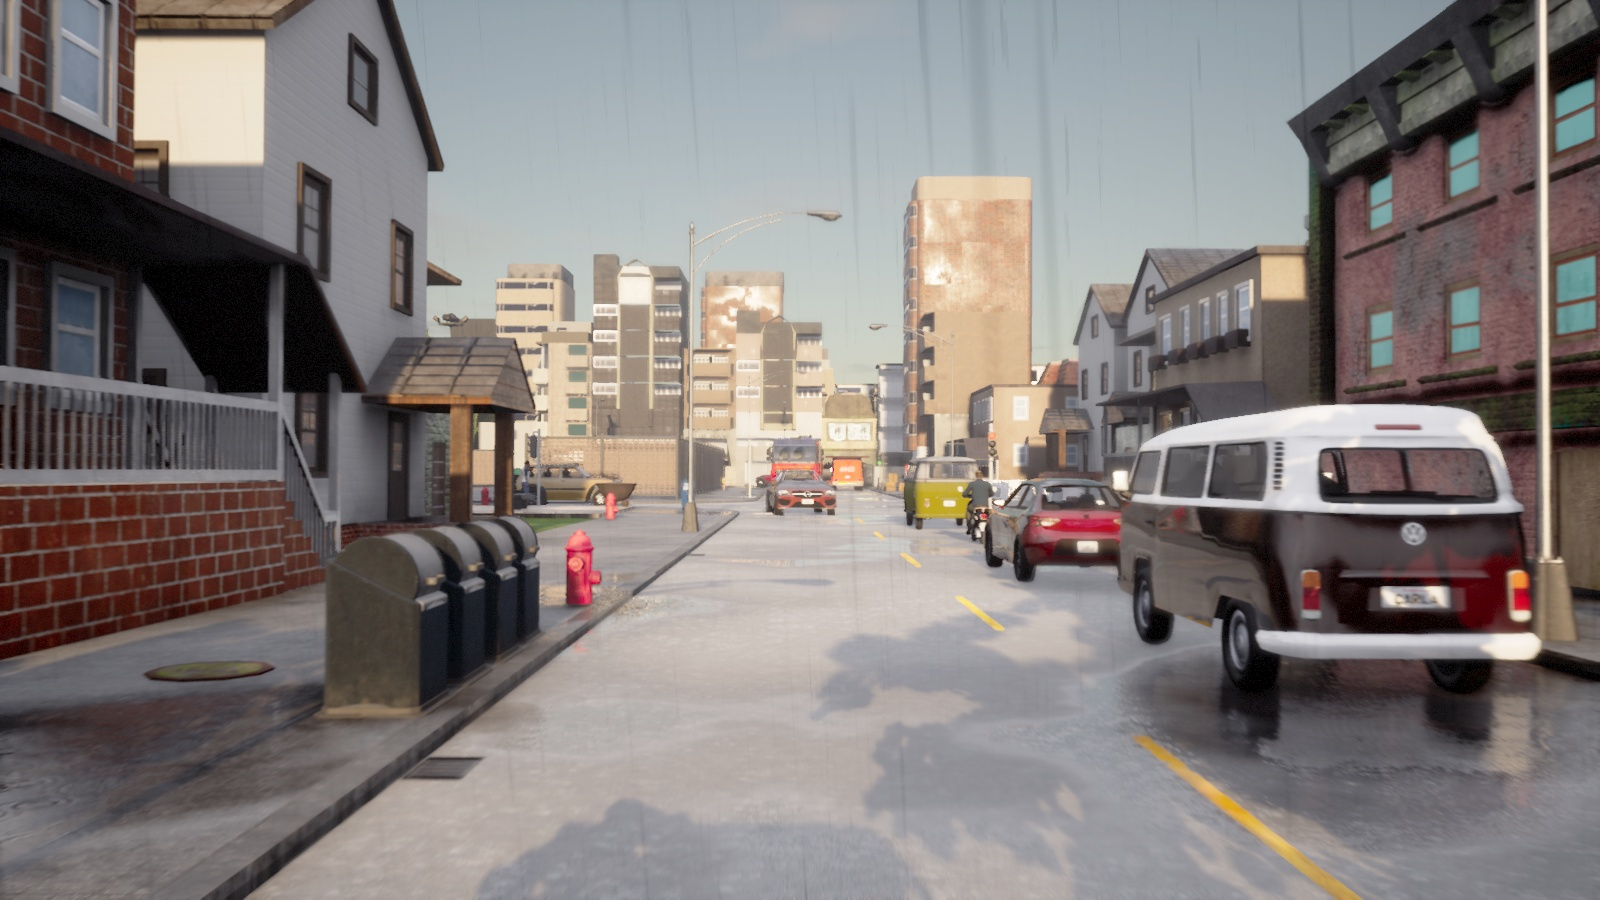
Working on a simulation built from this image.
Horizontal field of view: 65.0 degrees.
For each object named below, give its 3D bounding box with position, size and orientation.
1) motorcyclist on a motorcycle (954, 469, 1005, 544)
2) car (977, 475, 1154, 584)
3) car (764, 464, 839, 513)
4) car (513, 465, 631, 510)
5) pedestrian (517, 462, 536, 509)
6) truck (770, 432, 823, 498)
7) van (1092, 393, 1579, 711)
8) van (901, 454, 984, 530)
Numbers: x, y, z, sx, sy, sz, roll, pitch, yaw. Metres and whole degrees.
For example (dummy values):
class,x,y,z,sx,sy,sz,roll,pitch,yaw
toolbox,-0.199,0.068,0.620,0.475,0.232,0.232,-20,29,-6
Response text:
class,x,y,z,sx,sy,sz,roll,pitch,yaw
motorcyclist on a motorcycle,3.929,1.215,27.619,0.866,1.590,1.817,0,-1,0
car,3.950,1.137,19.360,1.816,1.474,4.193,0,-1,0
car,-0.006,1.353,45.354,2.152,1.651,5.027,0,-1,-6
car,-9.570,1.556,52.969,4.605,1.855,1.932,0,-1,0
pedestrian,-10.703,1.387,49.148,0.706,1.836,0.354,0,-1,-18
truck,-0.126,0.953,77.817,2.891,3.827,8.468,0,-1,3
van,3.971,0.695,10.331,2.069,2.038,4.480,0,-1,0
van,3.919,1.141,35.181,1.775,1.987,4.442,0,-1,-1
